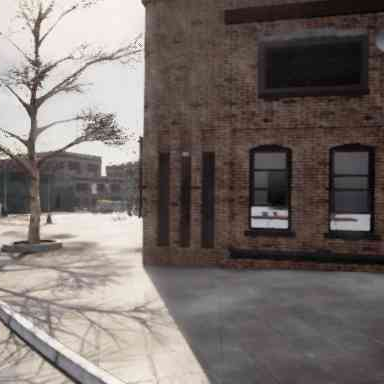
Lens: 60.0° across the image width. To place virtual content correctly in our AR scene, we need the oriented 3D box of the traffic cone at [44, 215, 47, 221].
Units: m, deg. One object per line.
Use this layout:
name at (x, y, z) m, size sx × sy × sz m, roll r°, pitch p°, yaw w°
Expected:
traffic cone at (-15.748, 2.780, 35.914) m, size 0.340 × 0.580 × 0.340 m, roll 1°, pitch -1°, yaw -7°

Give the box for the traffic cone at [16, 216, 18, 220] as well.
traffic cone at (-18.727, 2.731, 35.569) m, size 0.340 × 0.580 × 0.340 m, roll 1°, pitch -1°, yaw -7°

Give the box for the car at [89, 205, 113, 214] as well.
car at (-14.731, 2.836, 54.068) m, size 1.994 × 1.385 × 4.181 m, roll 1°, pitch -1°, yaw 24°

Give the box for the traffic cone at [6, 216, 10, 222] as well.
traffic cone at (-18.497, 2.687, 33.583) m, size 0.340 × 0.580 × 0.340 m, roll 1°, pitch -1°, yaw -7°
